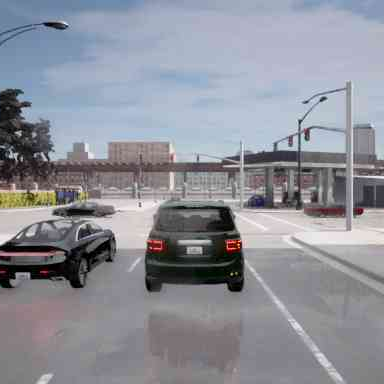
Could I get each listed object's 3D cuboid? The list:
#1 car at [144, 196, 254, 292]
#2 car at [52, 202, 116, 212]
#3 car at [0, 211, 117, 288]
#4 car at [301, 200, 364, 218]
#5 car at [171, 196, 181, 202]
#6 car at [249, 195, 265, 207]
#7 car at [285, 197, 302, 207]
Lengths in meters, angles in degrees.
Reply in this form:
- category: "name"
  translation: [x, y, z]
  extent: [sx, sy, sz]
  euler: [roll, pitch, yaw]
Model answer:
- category: "car"
  translation: [0.069, 1.221, 9.112]
  extent: [2.150, 2.045, 5.566]
  euler: [0, 0, 0]
- category: "car"
  translation: [-9.378, 1.547, 29.175]
  extent: [5.357, 1.411, 2.033]
  euler: [0, 0, 1]
- category: "car"
  translation: [-3.436, 1.492, 9.194]
  extent: [2.128, 1.511, 4.902]
  euler: [0, 0, 0]
- category: "car"
  translation: [12.305, 1.601, 29.173]
  extent: [4.718, 1.301, 1.895]
  euler: [0, 0, -1]
- category: "car"
  translation: [-3.630, 1.552, 74.542]
  extent: [1.994, 1.385, 4.181]
  euler: [0, 0, 0]
- category: "car"
  translation: [9.624, 1.295, 49.301]
  extent: [2.242, 1.667, 4.611]
  euler: [0, 0, 0]
- category: "car"
  translation: [15.368, 1.456, 50.073]
  extent: [1.970, 1.475, 3.806]
  euler: [0, 0, 0]
